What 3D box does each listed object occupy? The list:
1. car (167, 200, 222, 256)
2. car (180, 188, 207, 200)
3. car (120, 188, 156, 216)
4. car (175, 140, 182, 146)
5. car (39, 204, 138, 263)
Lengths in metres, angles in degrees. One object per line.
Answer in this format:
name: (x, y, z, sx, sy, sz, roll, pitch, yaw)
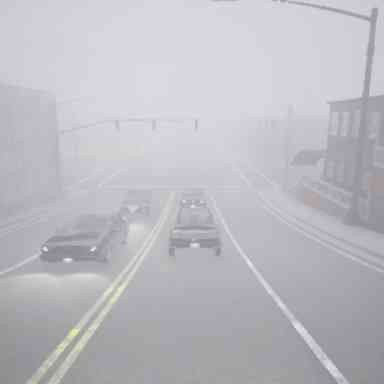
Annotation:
car: (0.097, 1.353, 12.792, 2.128, 1.511, 4.902, 0, 3, 0)
car: (0.084, 0.371, 24.625, 1.895, 1.301, 4.718, 0, 8, 0)
car: (-3.545, 0.560, 22.337, 2.128, 1.511, 4.902, 0, 7, 1)
car: (-3.500, -12.774, 86.258, 1.837, 1.490, 4.892, 0, 12, 0)
car: (-3.500, 1.438, 12.032, 2.033, 1.411, 5.357, 0, 2, 0)
